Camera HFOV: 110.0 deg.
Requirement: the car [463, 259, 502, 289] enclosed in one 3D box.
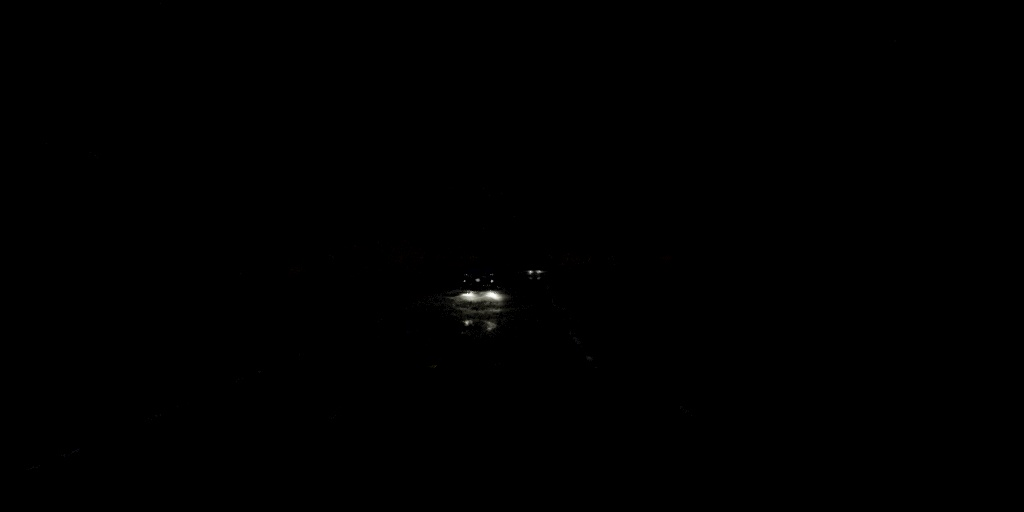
[{"bbox_3d":[-1.984,1.223,25.883,2.150,2.045,5.566,0,-1,5],"label":"car"}]
